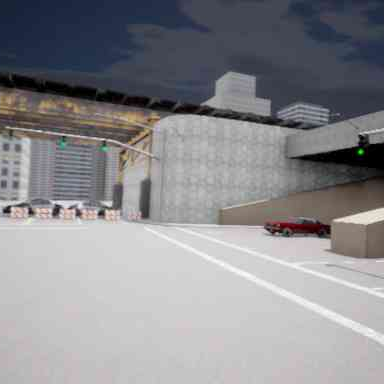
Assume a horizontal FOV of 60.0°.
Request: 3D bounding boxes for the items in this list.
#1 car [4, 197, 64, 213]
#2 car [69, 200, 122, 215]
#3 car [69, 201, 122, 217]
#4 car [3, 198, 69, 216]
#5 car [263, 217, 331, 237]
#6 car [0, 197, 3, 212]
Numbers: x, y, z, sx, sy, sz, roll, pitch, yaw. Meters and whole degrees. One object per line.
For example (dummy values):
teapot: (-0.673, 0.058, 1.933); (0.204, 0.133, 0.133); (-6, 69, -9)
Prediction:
car: (-14.056, 1.188, 29.811); (1.853, 1.218, 4.536); (2, -1, 34)
car: (-9.358, 1.470, 32.327); (4.536, 1.218, 1.853); (3, -1, 9)
car: (-9.314, 1.630, 32.316); (4.974, 1.542, 2.038); (3, -1, 9)
car: (-14.093, 1.343, 29.765); (2.038, 1.542, 4.974); (2, -1, 34)
car: (7.412, 2.415, 23.252); (4.718, 1.301, 1.895); (3, -1, -21)
car: (-18.461, 0.939, 28.226); (4.536, 1.218, 1.853); (2, -1, 24)
